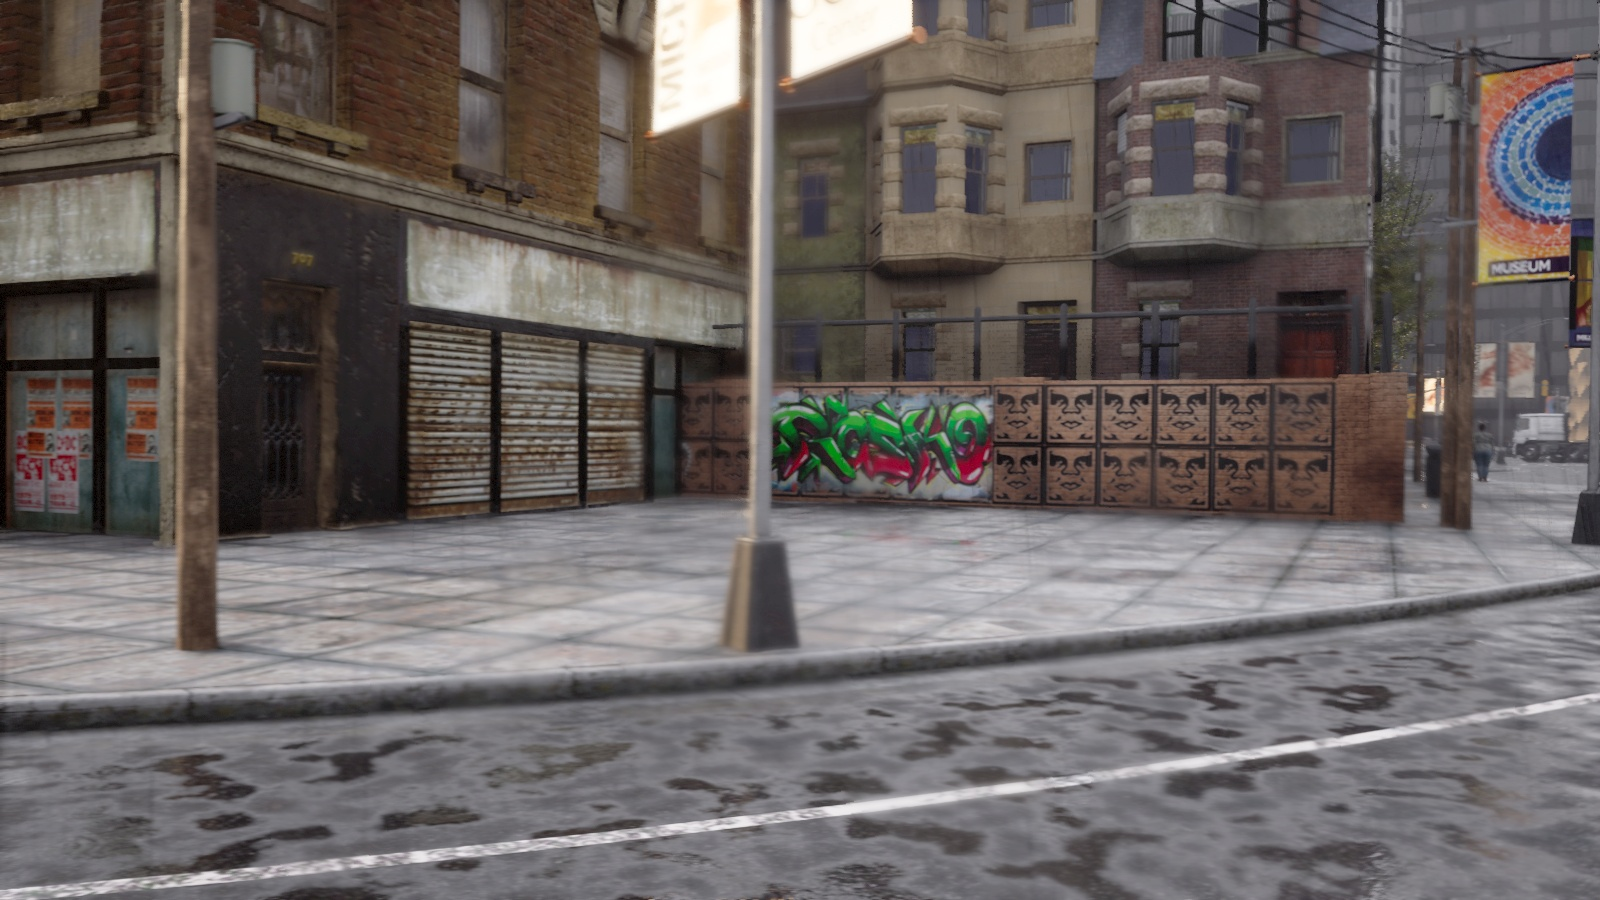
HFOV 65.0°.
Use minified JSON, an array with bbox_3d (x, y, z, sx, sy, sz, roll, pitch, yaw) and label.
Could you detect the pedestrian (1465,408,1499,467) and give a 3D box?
[{"bbox_3d":[21.738,-0.392,40.031,0.874,1.855,0.900,0,1,25],"label":"pedestrian"}]
